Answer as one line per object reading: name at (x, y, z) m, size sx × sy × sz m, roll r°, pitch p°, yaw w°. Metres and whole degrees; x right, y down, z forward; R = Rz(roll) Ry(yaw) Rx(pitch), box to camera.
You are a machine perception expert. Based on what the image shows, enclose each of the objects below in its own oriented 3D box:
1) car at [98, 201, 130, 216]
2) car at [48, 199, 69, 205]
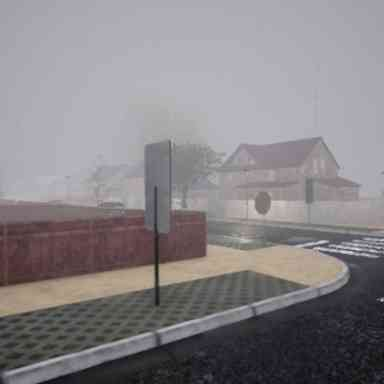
car at (-7.372, 1.663, 31.378) m, size 1.837 × 1.490 × 4.892 m, roll -1°, pitch 0°, yaw -37°
car at (-18.859, 1.750, 46.862) m, size 1.882 × 1.535 × 5.008 m, roll -1°, pitch 0°, yaw -37°
